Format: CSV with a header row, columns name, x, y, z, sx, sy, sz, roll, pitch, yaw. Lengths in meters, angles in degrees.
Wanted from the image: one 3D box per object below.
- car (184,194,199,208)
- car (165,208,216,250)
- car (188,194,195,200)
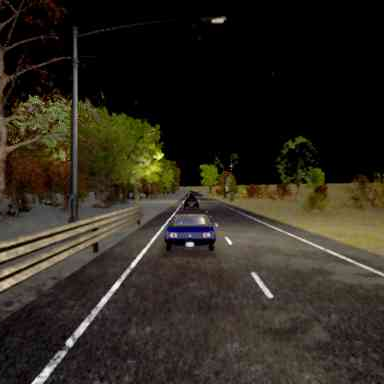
name,x,y,z,sx,sy,sz,roll,pitch,yaw
car,-0.080,1.457,43.608,1.882,1.535,5.008,0,0,0
car,-0.069,1.599,14.276,1.895,1.301,4.718,0,0,0
car,-0.100,1.431,93.321,1.812,1.442,4.674,0,0,0
